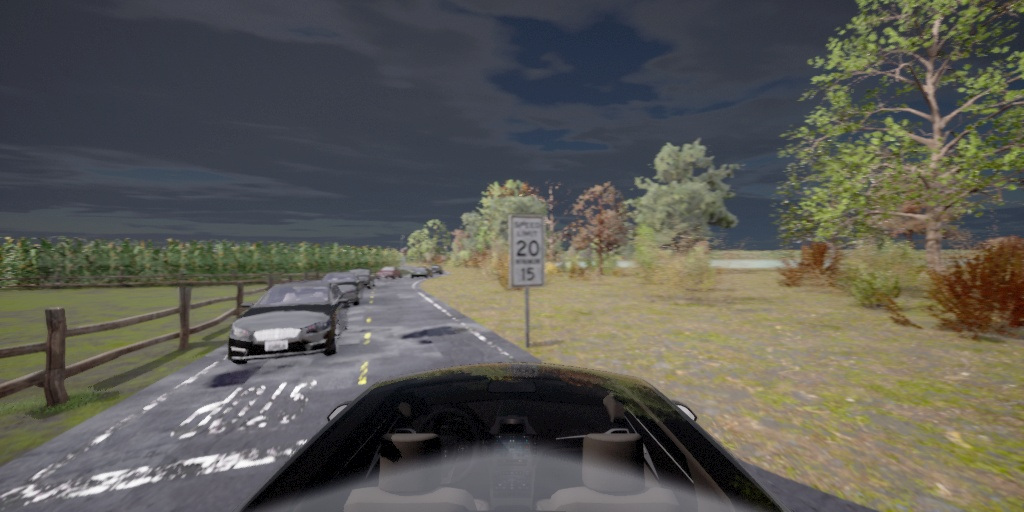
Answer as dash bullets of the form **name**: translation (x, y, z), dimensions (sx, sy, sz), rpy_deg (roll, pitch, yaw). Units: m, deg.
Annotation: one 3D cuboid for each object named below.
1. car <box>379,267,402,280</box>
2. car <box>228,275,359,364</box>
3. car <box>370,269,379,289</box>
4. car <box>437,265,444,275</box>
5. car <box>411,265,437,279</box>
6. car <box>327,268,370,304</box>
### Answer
- **car**: translation (-13.876, 1.932, 40.625), dimensions (1.812, 1.442, 4.674), rpy_deg (0, -1, -3)
- **car**: translation (-5.112, 1.396, 8.784), dimensions (2.128, 1.511, 4.902), rpy_deg (0, -1, -20)
- **car**: translation (-11.562, 1.721, 27.433), dimensions (1.837, 1.490, 4.892), rpy_deg (0, -1, -15)
- **car**: translation (-11.318, 2.076, 53.491), dimensions (1.812, 1.442, 4.674), rpy_deg (-1, -1, -5)
- **car**: translation (-10.886, 1.983, 43.598), dimensions (1.994, 1.385, 4.181), rpy_deg (-1, -1, -1)
- **car**: translation (-8.333, 1.546, 17.541), dimensions (2.128, 1.511, 4.902), rpy_deg (-1, -1, -20)
